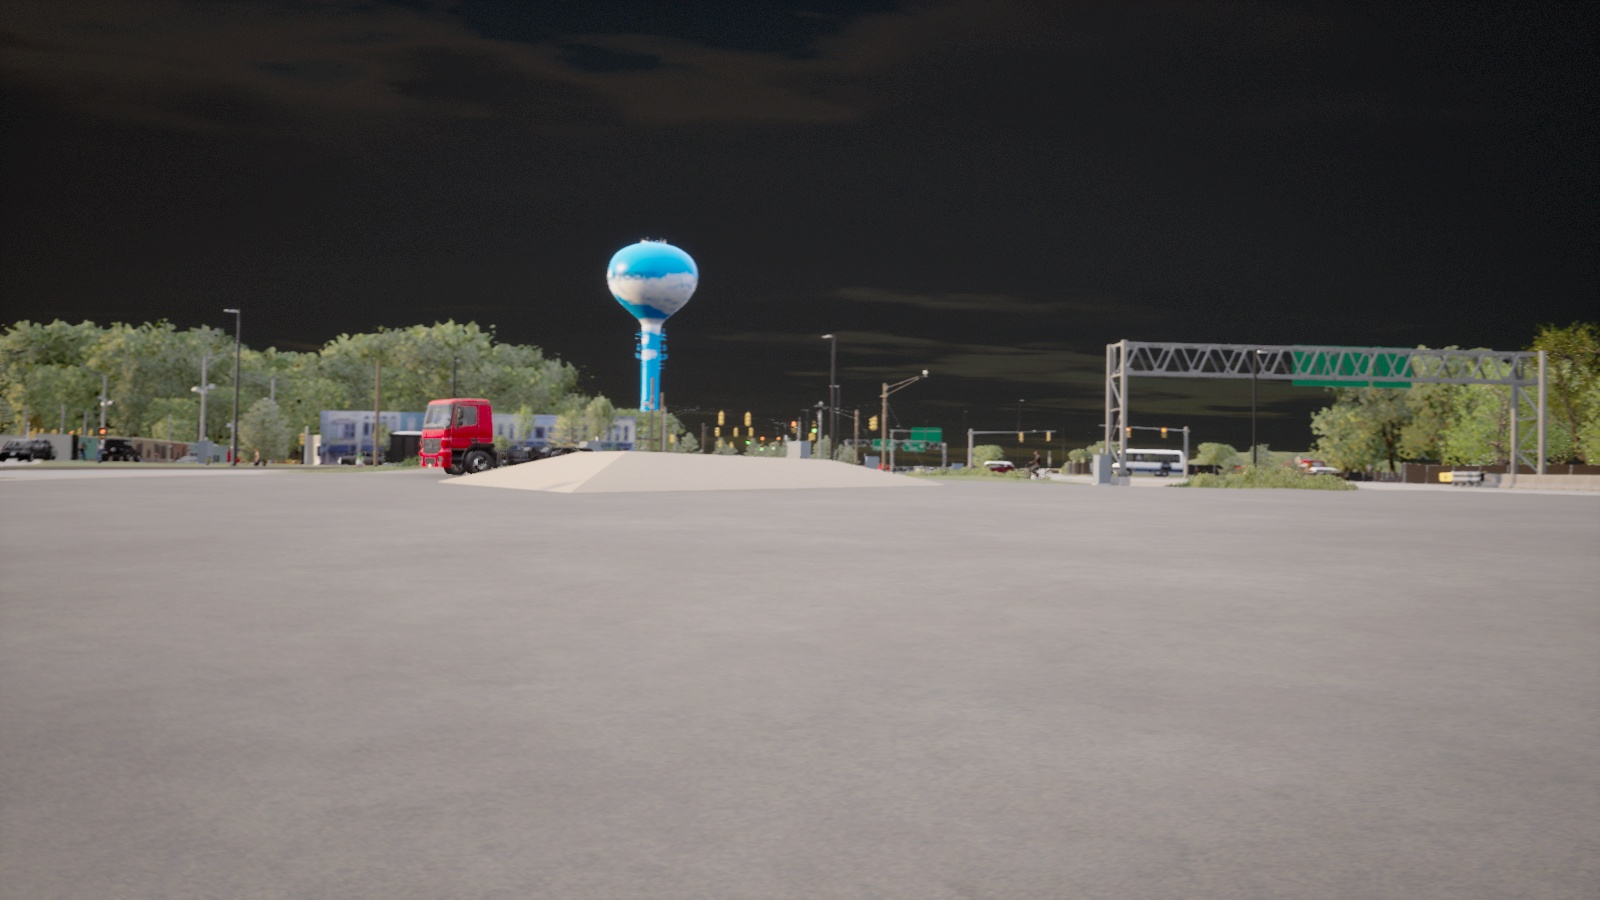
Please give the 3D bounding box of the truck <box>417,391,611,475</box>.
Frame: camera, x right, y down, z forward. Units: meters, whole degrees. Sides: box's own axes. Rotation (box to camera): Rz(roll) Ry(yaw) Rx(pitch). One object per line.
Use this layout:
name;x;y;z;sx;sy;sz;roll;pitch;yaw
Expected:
truck;-12.724;-0.674;56.367;7.936;3.462;2.891;1;0;-38

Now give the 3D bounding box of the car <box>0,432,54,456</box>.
car;-49.978;-0.361;81.230;1.816;1.474;4.193;2;-1;-14

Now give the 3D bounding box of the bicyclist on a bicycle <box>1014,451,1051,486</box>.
bicyclist on a bicycle;12.611;0.993;68.239;1.843;1.776;0.659;3;-1;5
